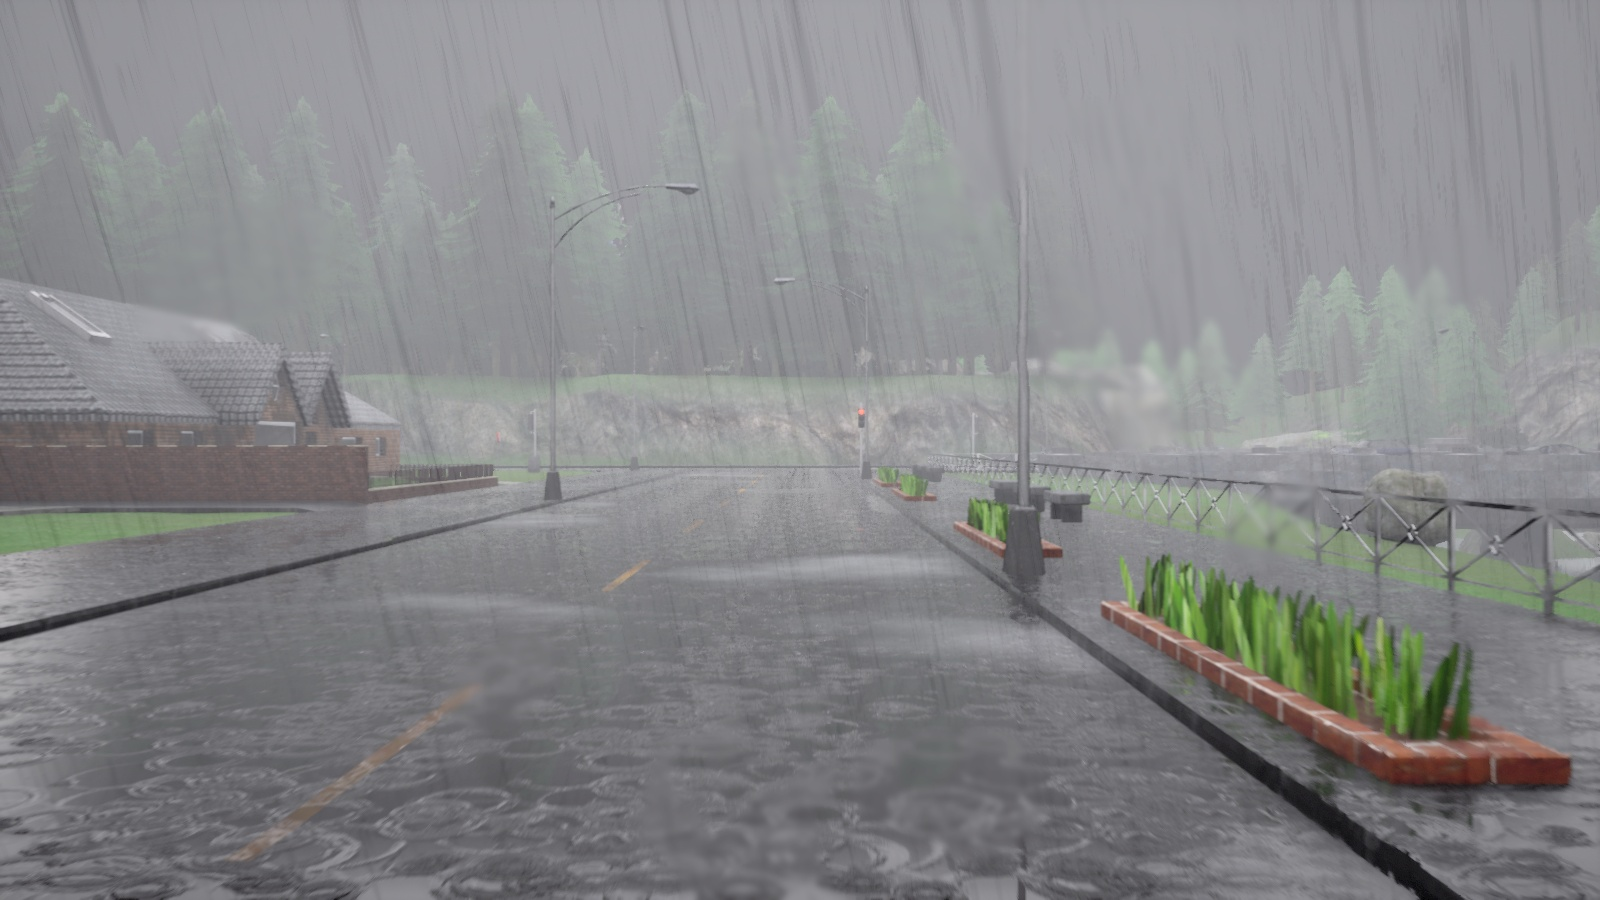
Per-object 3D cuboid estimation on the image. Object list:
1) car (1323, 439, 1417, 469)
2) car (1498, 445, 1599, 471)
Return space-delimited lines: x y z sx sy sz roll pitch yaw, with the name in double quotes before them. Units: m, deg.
"car" 33.310 0.218 73.467 4.553 1.767 2.097 0 0 0
"car" 41.856 0.436 69.418 5.357 1.411 2.033 0 0 0
